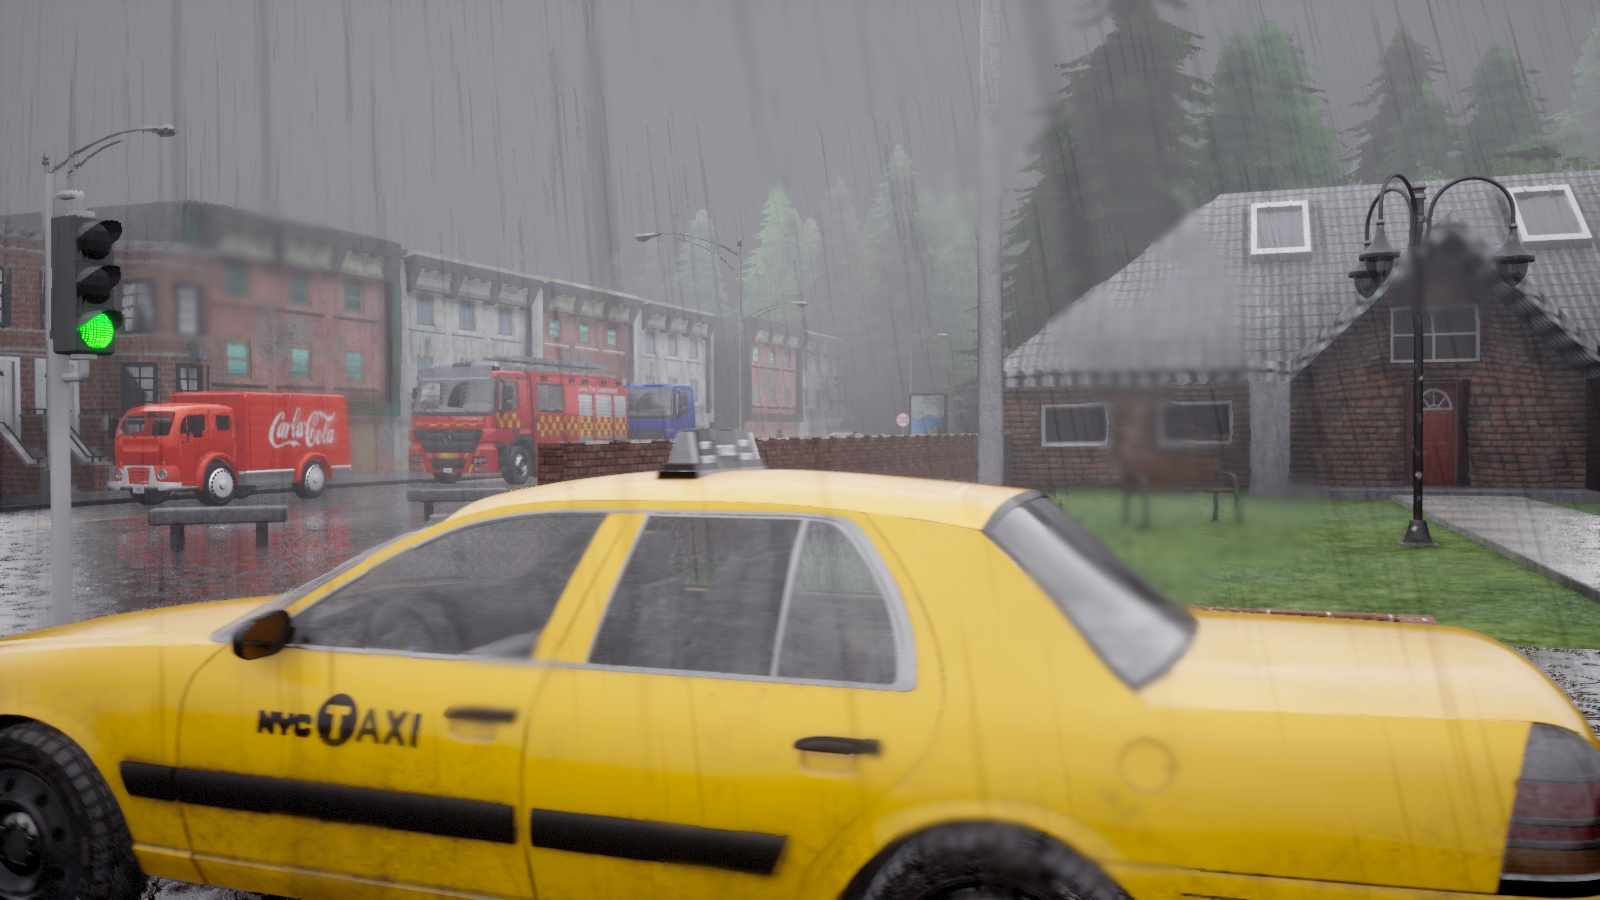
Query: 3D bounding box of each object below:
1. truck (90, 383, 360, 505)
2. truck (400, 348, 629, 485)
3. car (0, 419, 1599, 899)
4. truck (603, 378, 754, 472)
[{"bbox_3d":[-12.732,-0.161,28.262,2.627,2.467,5.204,1,1,20],"label":"truck"},{"bbox_3d":[-8.667,-1.003,39.476,2.891,3.827,8.468,1,1,20],"label":"truck"},{"bbox_3d":[-0.400,0.701,3.950,5.366,1.575,1.801,1,1,20],"label":"car"},{"bbox_3d":[-4.694,-0.980,50.418,2.891,3.462,7.936,1,1,20],"label":"truck"}]
